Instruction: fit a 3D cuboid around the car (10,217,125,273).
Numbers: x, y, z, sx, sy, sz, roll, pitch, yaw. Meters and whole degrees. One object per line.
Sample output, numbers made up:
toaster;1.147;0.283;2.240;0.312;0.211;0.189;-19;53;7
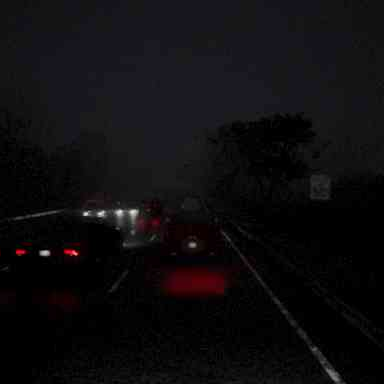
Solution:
car;-3.486;1.482;10.388;2.033;1.411;5.357;0;0;0

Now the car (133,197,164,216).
car;-3.572;1.304;29.745;2.128;1.511;4.902;0;1;0

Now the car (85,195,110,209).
car;-10.798;1.069;38.339;1.882;1.535;5.008;0;2;0

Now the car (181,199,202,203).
car;-0.075;1.329;30.711;1.812;1.442;4.674;0;1;0

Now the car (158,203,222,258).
car;0.011;1.401;12.379;1.882;1.535;5.008;0;1;0

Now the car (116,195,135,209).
car;-7.299;1.117;38.367;1.812;1.442;4.674;0;2;0
